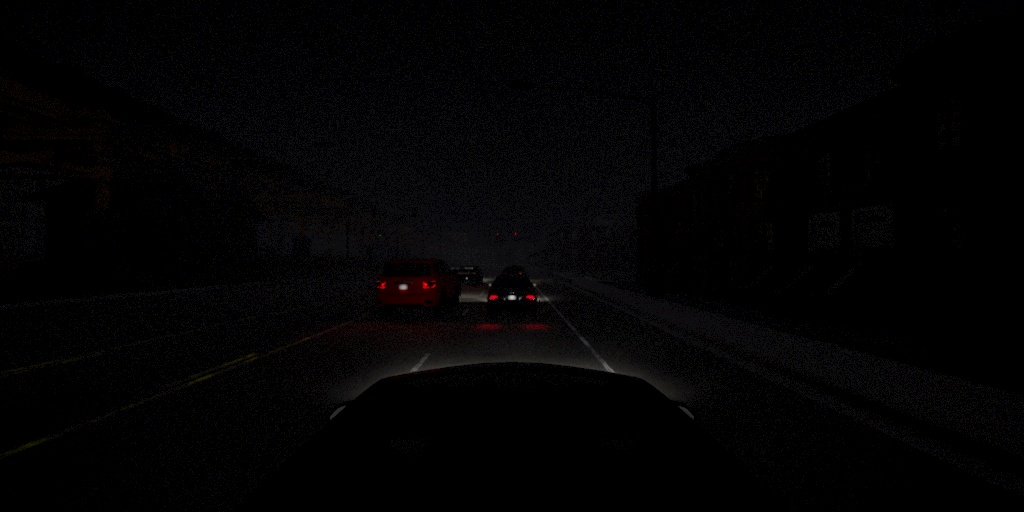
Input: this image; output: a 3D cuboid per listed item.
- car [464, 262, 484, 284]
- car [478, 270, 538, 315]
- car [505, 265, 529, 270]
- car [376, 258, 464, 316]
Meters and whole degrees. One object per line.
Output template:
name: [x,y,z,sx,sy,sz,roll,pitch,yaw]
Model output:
car: [-3.484,1.553,30.171,2.128,1.511,4.902,0,0,0]
car: [0.010,1.434,14.199,2.033,1.411,5.357,0,-1,0]
car: [0.367,1.545,30.864,1.882,1.535,5.008,0,0,9]
car: [-3.490,1.112,14.250,2.150,2.045,5.566,0,0,0]
